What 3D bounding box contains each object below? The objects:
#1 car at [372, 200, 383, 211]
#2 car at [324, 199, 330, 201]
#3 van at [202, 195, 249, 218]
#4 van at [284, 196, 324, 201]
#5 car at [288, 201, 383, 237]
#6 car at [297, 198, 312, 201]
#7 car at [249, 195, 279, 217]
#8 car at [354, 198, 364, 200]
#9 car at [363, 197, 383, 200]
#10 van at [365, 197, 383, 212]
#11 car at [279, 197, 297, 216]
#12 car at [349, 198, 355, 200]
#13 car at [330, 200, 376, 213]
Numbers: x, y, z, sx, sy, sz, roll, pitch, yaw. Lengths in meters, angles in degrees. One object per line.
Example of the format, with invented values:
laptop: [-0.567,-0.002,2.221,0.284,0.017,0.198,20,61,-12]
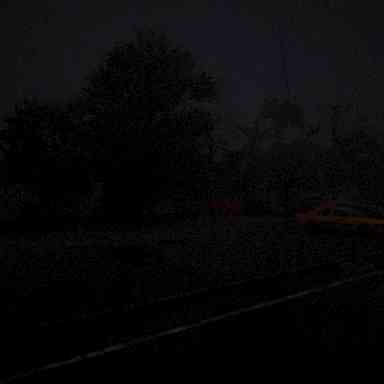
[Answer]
car: [29.897,2.064,49.627,2.097,1.535,5.008,1,-1,-35]
car: [14.128,1.590,38.351,2.185,1.767,4.553,1,-1,-35]
van: [2.666,1.264,30.371,1.878,1.987,4.442,1,0,-35]
van: [11.787,1.440,36.867,1.878,1.987,4.442,1,-1,-35]
car: [8.088,1.461,17.803,1.946,1.575,5.366,1,0,-35]
car: [9.599,1.617,35.157,2.231,1.521,4.892,1,-1,-35]
car: [5.074,1.273,31.976,2.435,2.045,5.566,1,0,-35]
car: [18.623,1.815,41.586,2.097,1.535,5.008,1,-1,-35]
car: [14.739,1.441,22.806,2.185,1.767,4.553,1,-1,-35]
van: [27.715,1.789,47.924,1.878,1.987,4.442,1,-1,-35]
car: [7.449,1.565,33.406,1.946,1.575,5.366,1,-1,-35]
car: [16.265,1.763,39.906,2.097,1.535,5.008,1,-1,-35]
car: [20.880,1.866,43.192,2.231,1.521,4.892,1,-1,-35]
